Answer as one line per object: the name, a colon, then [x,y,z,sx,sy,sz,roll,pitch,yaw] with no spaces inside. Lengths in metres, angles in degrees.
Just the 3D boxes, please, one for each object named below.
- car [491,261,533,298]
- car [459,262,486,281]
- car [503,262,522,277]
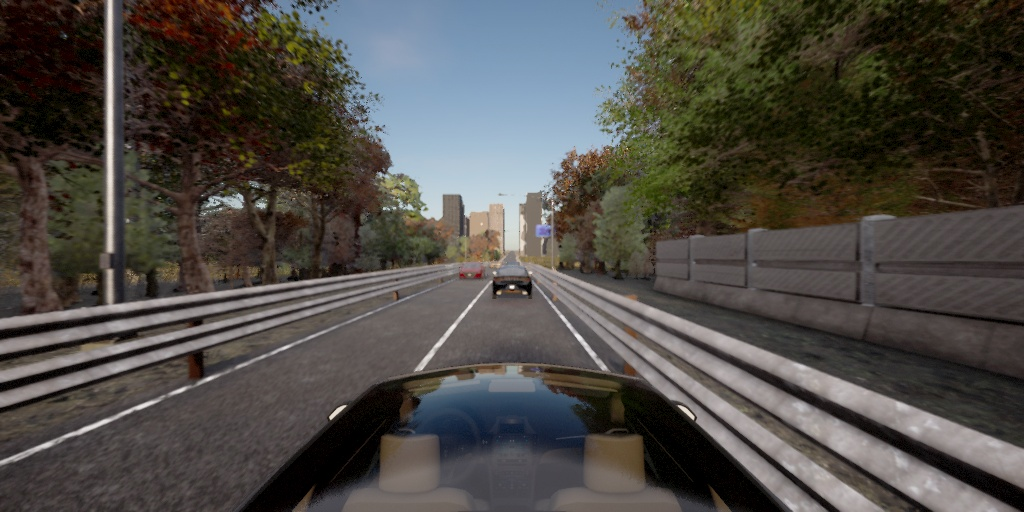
car: [0.026,1.199,18.173,1.882,1.535,5.008,0,0,1]
car: [-3.349,1.253,30.957,1.882,1.535,5.008,0,-1,0]
car: [0.072,1.328,36.917,1.837,1.490,4.892,0,-1,0]
